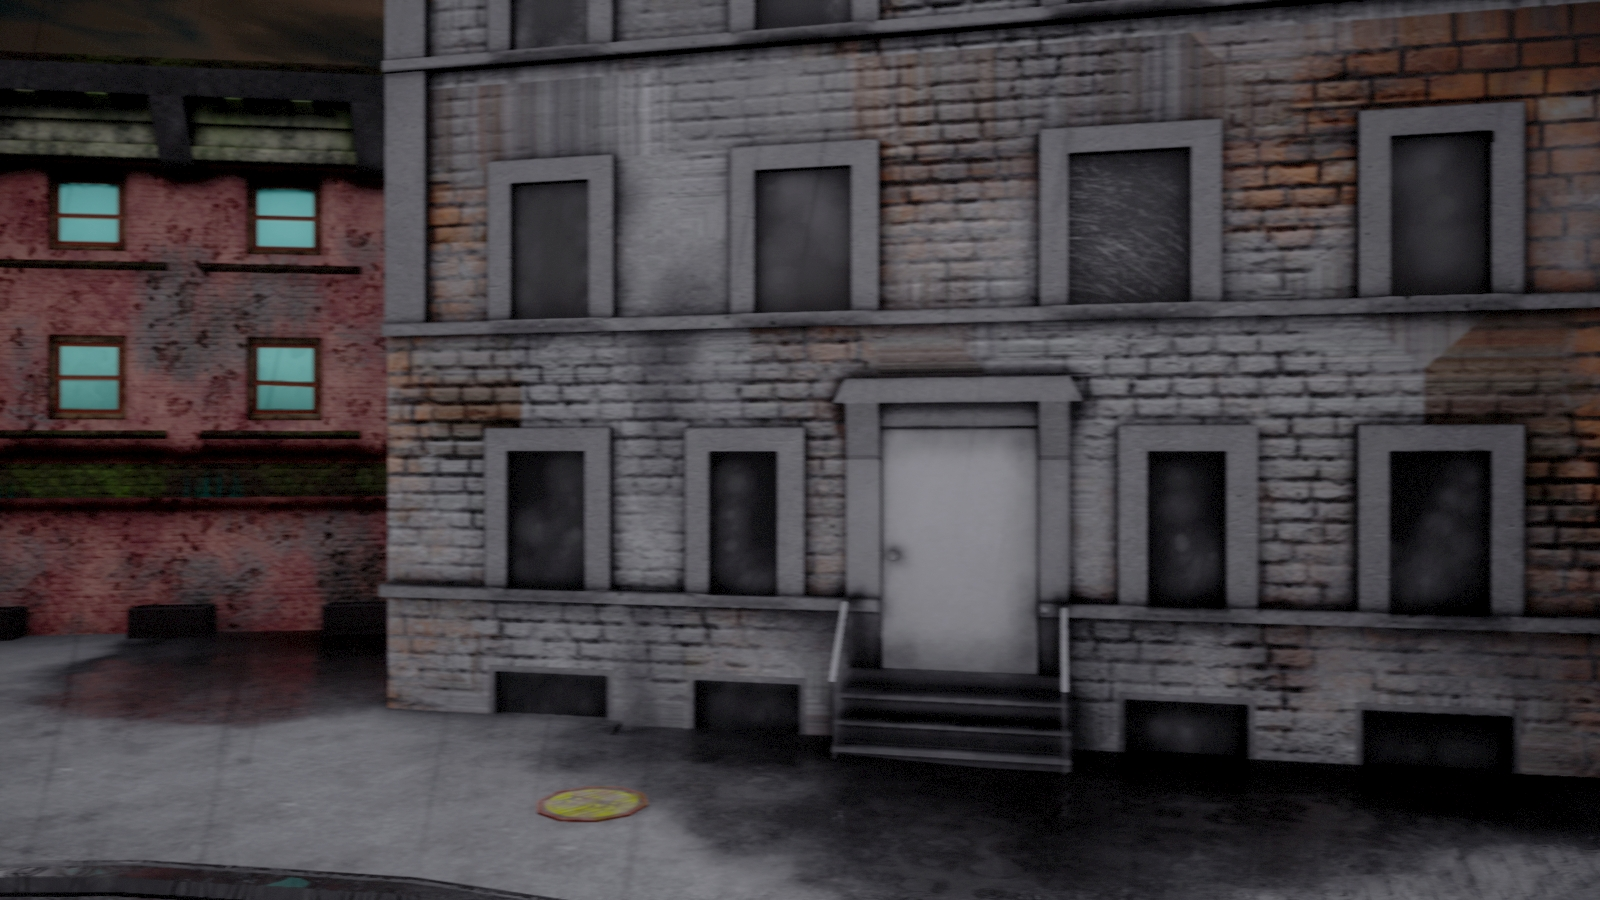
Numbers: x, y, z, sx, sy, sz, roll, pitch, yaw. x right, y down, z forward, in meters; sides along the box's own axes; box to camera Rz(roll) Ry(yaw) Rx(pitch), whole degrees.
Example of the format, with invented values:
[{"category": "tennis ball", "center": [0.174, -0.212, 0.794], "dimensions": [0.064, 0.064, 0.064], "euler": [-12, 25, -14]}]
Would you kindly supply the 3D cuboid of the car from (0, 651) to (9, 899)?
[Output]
[{"category": "car", "center": [-6.616, 1.814, 4.882], "dimensions": [5.006, 1.535, 2.097], "euler": [0, 0, -1]}]
